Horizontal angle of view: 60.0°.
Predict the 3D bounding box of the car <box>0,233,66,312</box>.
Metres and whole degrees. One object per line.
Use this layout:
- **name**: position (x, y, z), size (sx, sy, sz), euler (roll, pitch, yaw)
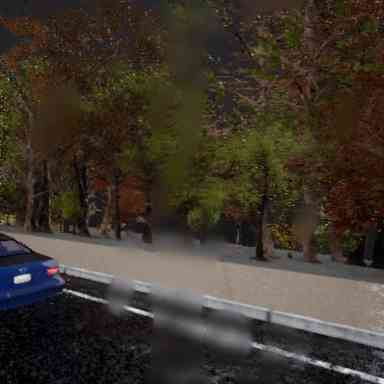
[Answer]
- **car**: position (-4.999, 1.567, 7.252), size (5.357, 1.411, 2.033), euler (0, 0, 35)
